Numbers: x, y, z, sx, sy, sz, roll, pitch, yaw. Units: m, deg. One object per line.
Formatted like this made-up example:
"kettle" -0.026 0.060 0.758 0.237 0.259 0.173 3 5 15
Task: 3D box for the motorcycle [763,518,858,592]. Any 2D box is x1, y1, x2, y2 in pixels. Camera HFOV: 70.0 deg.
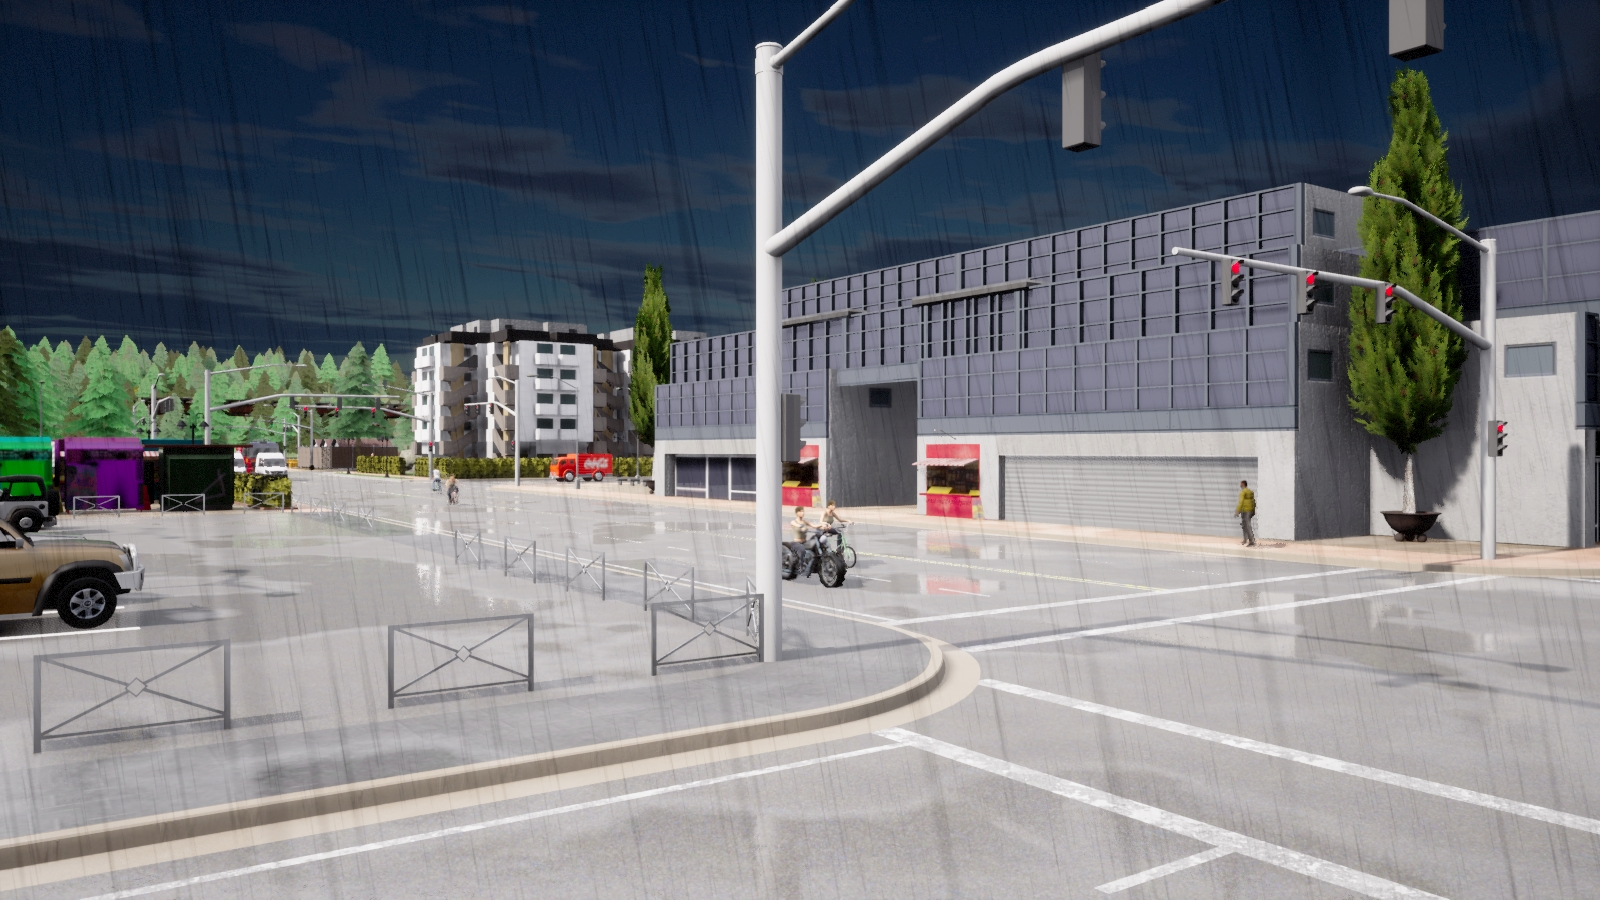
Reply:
"motorcycle" 0.189 2.155 23.865 0.764 1.307 2.356 0 0 -34

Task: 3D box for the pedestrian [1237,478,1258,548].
"pedestrian" 12.029 1.696 30.722 0.375 1.860 0.375 0 0 -28
